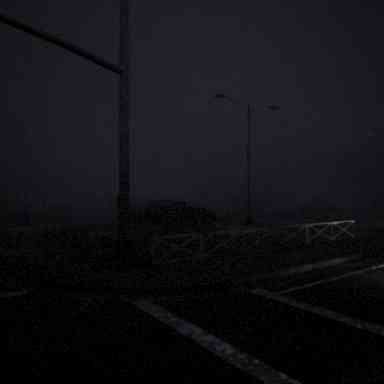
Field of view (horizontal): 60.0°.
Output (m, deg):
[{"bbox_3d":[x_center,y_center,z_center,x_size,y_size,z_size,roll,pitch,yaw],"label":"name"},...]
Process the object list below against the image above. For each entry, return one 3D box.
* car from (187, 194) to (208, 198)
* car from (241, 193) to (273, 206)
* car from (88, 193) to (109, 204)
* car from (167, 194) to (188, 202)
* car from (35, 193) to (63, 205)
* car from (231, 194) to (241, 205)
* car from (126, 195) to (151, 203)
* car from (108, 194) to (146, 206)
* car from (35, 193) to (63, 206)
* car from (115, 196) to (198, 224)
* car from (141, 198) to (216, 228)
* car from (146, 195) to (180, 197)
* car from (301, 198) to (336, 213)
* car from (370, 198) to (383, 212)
[{"bbox_3d":[0.885,1.179,63.767,5.027,1.636,2.152,0,0,-35],"label":"car"},{"bbox_3d":[10.216,1.124,51.134,4.605,1.855,1.932,0,0,-35],"label":"car"},{"bbox_3d":[-15.162,1.111,56.381,4.605,1.855,1.932,0,0,-35],"label":"car"},{"bbox_3d":[-3.057,1.258,68.841,3.806,1.475,1.970,0,0,-35],"label":"car"},{"bbox_3d":[-23.494,1.085,54.568,3.866,1.878,1.905,0,0,-35],"label":"car"},{"bbox_3d":[8.214,1.103,53.280,3.866,1.878,1.905,0,0,-35],"label":"car"},{"bbox_3d":[-10.933,1.318,67.806,4.514,1.523,2.007,0,0,-35],"label":"car"},{"bbox_3d":[-8.610,1.311,45.763,4.514,1.523,2.007,0,0,-35],"label":"car"},{"bbox_3d":[-22.091,1.368,51.493,3.806,1.475,1.970,0,0,-35],"label":"car"},{"bbox_3d":[-2.424,1.338,23.443,5.027,1.636,2.152,0,0,-35],"label":"car"},{"bbox_3d":[-0.584,1.348,20.902,4.514,1.523,2.007,0,0,-35],"label":"car"},{"bbox_3d":[-2.920,1.333,37.549,3.633,1.501,1.845,0,0,-35],"label":"car"},{"bbox_3d":[12.960,1.406,34.015,3.806,1.475,1.970,0,0,-35],"label":"car"},{"bbox_3d":[20.749,1.400,35.823,3.633,1.501,1.845,0,0,-35],"label":"car"}]
